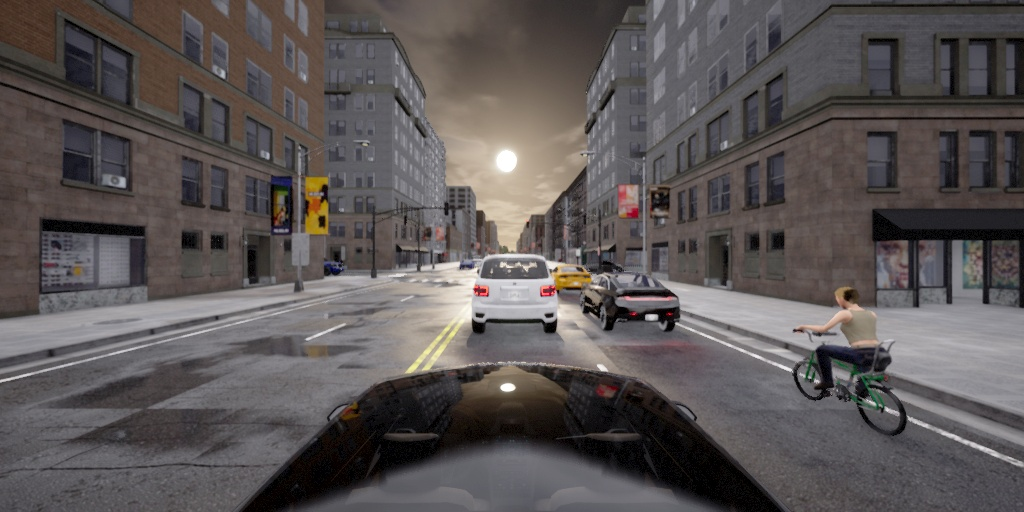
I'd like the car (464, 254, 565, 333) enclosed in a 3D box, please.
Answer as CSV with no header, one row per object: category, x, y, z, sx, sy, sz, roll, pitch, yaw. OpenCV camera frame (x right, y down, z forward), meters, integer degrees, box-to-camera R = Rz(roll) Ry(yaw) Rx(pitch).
car,0.070,0.968,10.841,2.150,2.045,5.566,0,0,0

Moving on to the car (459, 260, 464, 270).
car,-6.753,1.219,54.177,1.882,1.535,5.008,0,0,0

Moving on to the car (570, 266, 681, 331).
car,3.314,1.238,10.916,2.128,1.511,4.902,0,0,0

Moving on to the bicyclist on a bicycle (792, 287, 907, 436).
bicyclist on a bicycle,4.123,1.186,4.493,0.866,1.612,1.509,0,0,0

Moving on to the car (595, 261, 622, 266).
car,9.571,1.281,39.168,4.892,1.490,1.837,0,0,5

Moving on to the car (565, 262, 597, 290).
car,3.193,1.222,20.406,1.882,1.535,5.008,0,0,0

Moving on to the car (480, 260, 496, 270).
car,-3.494,1.306,53.170,1.994,1.385,4.181,0,0,0

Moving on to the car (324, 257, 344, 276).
car,-19.835,0.939,35.905,5.566,2.045,2.150,0,0,2
